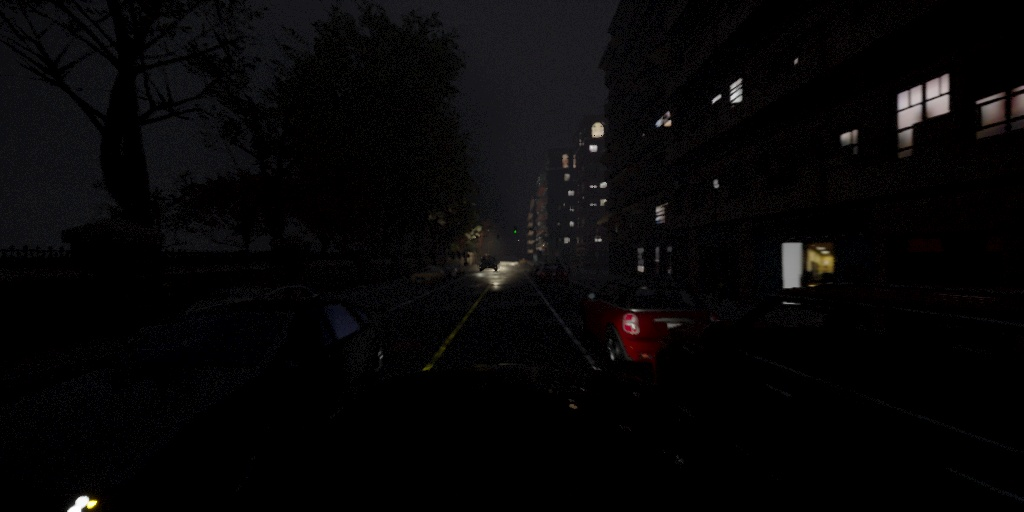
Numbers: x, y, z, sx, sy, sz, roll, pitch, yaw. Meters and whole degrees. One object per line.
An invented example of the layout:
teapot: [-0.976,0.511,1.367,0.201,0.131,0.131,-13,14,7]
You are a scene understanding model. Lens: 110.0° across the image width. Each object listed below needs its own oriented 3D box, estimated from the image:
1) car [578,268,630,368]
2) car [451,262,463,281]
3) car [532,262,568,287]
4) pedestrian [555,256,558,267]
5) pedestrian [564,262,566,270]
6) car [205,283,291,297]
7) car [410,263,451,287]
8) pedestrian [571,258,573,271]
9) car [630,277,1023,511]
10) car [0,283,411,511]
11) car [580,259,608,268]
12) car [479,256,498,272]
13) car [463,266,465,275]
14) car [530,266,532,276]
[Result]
car: [2.692,1.190,7.876,1.967,1.591,4.097,0,0,0]
car: [-5.688,1.310,30.395,2.007,1.370,4.403,0,0,0]
car: [2.692,1.195,24.765,1.967,1.591,4.097,0,0,0]
pedestrian: [6.136,0.920,49.413,0.375,1.860,0.375,0,0,0]
pedestrian: [7.136,0.991,48.213,0.375,1.860,0.375,0,0,0]
car: [-5.688,1.301,7.875,2.007,1.370,4.403,0,0,0]
car: [-5.688,1.281,24.595,1.751,1.417,4.829,0,0,0]
pedestrian: [8.136,1.147,48.813,0.375,1.860,0.375,0,0,0]
car: [2.692,1.065,2.244,2.192,1.841,5.009,0,0,0]
car: [-3.102,1.297,4.528,2.033,1.411,5.357,0,0,0]
car: [14.599,1.377,63.007,5.009,1.841,2.192,0,0,0]
car: [-2.999,0.991,46.681,2.150,2.045,5.566,0,0,0]
car: [-5.688,1.289,35.856,1.751,1.417,4.829,0,0,0]
car: [2.693,1.324,30.396,1.948,1.339,4.313,0,0,0]
